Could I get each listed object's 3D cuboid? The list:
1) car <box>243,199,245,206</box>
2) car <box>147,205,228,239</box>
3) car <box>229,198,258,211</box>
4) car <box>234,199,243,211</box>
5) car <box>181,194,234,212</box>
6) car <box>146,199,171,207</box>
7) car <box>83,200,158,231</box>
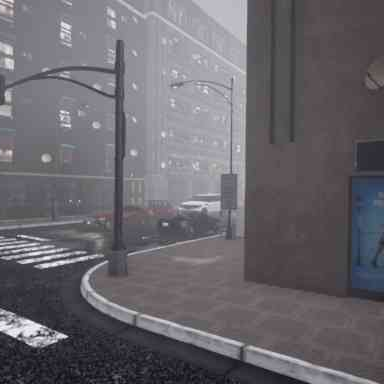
[{"bbox_3d":[7.017,1.288,37.261,2.097,1.767,4.553,1,1,35],"label":"car"},{"bbox_3d":[-0.081,1.598,17.733,1.947,1.339,4.313,1,1,35],"label":"car"},{"bbox_3d":[6.302,1.482,40.556,1.802,1.307,4.206,1,1,35],"label":"car"},{"bbox_3d":[3.096,1.222,35.979,2.192,1.841,5.009,1,1,35],"label":"car"},{"bbox_3d":[1.144,1.170,28.905,2.150,2.045,5.566,1,1,35],"label":"car"},{"bbox_3d":[-3.322,1.361,26.830,1.967,1.590,4.097,1,1,35],"label":"car"},{"bbox_3d":[-4.530,1.486,20.820,1.812,1.442,4.674,1,1,35],"label":"car"}]
